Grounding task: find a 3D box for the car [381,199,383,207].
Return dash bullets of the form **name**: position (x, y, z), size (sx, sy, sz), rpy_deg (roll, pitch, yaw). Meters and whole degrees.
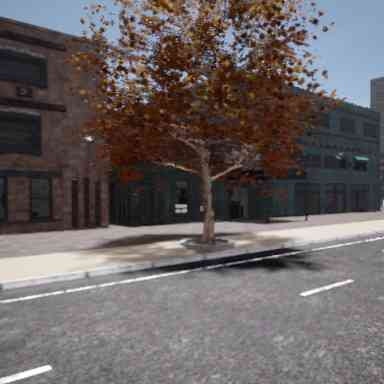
- **car**: position (32.871, 1.899, 58.846), size (2.008, 1.369, 4.403), rpy_deg (-1, 0, -36)
